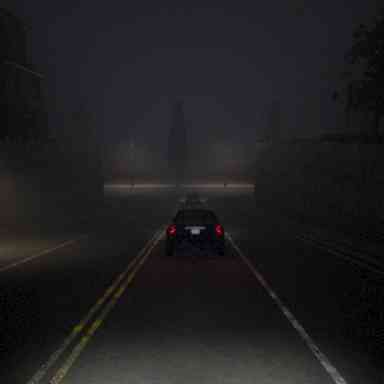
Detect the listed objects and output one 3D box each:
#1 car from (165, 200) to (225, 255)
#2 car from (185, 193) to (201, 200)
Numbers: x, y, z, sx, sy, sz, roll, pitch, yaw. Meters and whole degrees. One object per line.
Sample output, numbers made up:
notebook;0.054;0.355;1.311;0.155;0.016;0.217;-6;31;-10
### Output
car;0.118;1.357;13.376;2.097;1.767;4.553;0;0;0
car;0.117;0.791;42.992;1.994;1.385;4.181;0;4;0
